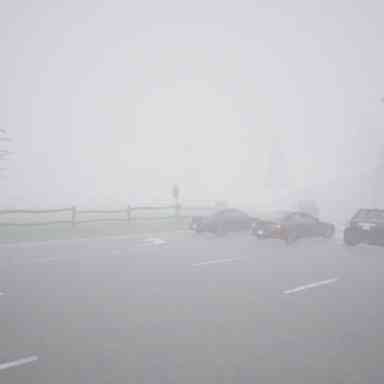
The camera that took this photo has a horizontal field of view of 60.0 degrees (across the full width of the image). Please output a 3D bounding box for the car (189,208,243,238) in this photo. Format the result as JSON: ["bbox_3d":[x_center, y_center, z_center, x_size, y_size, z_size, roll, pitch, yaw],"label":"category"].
[{"bbox_3d":[1.966,1.580,18.141,4.674,1.442,1.812,1,0,-37],"label":"car"}]

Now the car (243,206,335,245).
[{"bbox_3d":[4.851,1.584,15.816,4.674,1.442,1.812,0,0,-36],"label":"car"}]

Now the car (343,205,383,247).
[{"bbox_3d":[8.477,1.419,14.101,4.553,1.767,2.097,0,0,-35],"label":"car"}]

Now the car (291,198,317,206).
[{"bbox_3d":[10.920,1.475,32.506,2.097,1.767,4.553,0,0,9],"label":"car"}]
